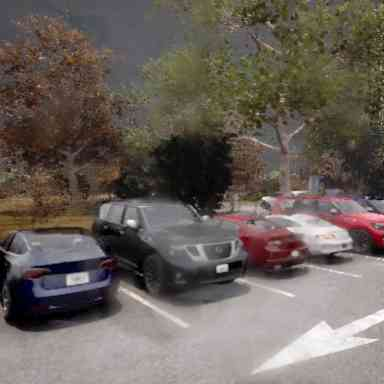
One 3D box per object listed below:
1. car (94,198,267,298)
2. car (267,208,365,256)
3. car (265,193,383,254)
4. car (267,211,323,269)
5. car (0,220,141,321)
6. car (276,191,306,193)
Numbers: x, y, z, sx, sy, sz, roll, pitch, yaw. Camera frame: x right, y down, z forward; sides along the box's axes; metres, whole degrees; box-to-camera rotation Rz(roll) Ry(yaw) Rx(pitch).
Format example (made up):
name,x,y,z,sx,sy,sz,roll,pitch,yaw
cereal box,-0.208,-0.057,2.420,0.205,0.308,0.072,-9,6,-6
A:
name,x,y,z,sx,sy,sz,roll,pitch,yaw
car,-0.978,1.220,9.076,2.435,2.045,5.566,0,0,-36
car,3.443,1.507,12.260,2.002,1.452,4.674,0,0,-35
car,5.826,1.217,13.926,2.435,2.045,5.566,0,0,-35
car,1.278,1.469,10.713,2.097,1.535,5.008,0,0,-35
car,-3.276,1.506,7.507,2.163,1.488,4.792,0,0,-35
car,9.823,0.921,35.538,2.150,2.045,5.566,-4,3,-34
